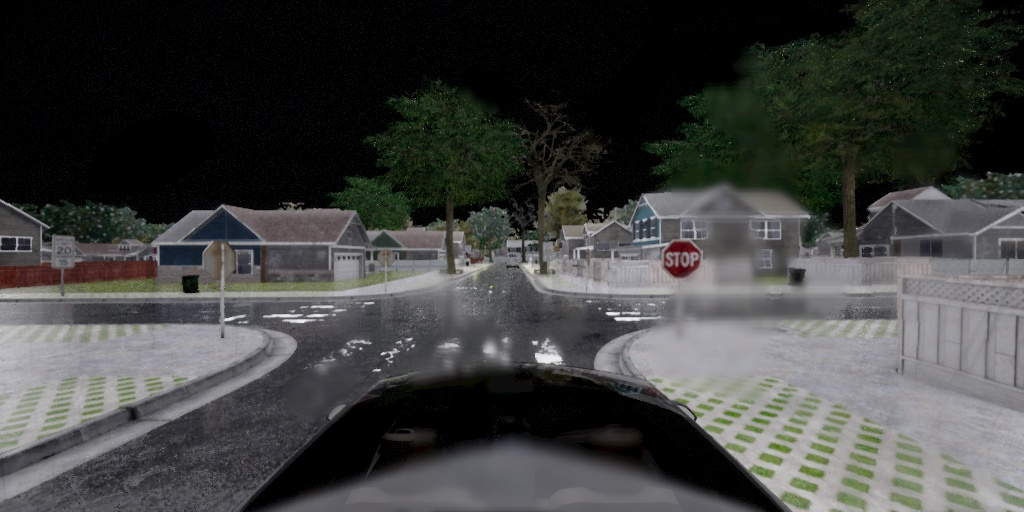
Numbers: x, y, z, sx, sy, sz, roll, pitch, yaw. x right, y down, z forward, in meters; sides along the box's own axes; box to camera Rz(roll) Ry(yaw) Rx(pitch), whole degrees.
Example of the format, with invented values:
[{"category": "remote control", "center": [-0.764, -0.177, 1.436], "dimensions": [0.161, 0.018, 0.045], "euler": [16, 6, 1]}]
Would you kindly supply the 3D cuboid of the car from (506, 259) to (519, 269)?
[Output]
[{"category": "car", "center": [0.113, 1.296, 57.444], "dimensions": [1.994, 1.385, 4.181], "euler": [0, 0, 0]}]
